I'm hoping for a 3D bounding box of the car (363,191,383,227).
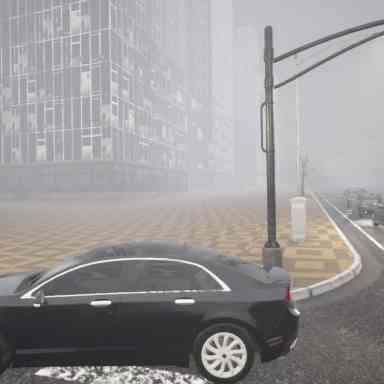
[{"bbox_3d":[9.106,0.928,14.355,2.128,1.511,4.902,-1,2,18],"label":"car"}]

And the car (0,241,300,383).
[{"bbox_3d":[-1.014,1.505,4.750,4.892,1.490,1.837,0,0,0],"label":"car"}]

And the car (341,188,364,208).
[{"bbox_3d":[13.188,0.453,26.701,2.128,1.511,4.902,-1,2,18],"label":"car"}]

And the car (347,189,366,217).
[{"bbox_3d":[11.175,0.759,20.643,1.994,1.385,4.181,-1,2,17],"label":"car"}]
